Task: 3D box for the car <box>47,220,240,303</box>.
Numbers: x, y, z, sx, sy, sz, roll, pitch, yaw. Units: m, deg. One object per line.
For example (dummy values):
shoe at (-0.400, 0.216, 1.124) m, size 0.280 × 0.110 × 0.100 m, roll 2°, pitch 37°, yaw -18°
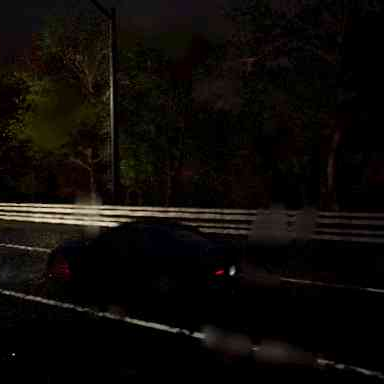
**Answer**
car at (-1.229, 1.385, 7.695) m, size 4.674 × 1.442 × 1.812 m, roll 0°, pitch 2°, yaw 28°
